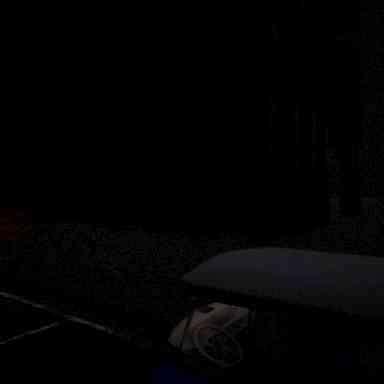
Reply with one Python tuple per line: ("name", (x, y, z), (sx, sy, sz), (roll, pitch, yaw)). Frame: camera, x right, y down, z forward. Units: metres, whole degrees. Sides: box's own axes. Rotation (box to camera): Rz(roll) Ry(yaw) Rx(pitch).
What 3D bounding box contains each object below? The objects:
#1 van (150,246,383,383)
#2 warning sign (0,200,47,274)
("van", (1.522, 1.340, 1.874), (3.998, 1.788, 1.690), (0, 0, 35))
("warning sign", (-4.967, 1.177, 9.341), (1.060, 1.860, 1.300), (0, 0, 35))
